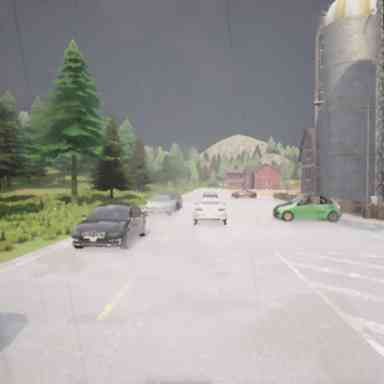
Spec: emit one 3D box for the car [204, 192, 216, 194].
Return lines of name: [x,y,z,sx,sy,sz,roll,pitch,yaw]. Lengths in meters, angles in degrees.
car: [2.281,0.629,42.019,1.895,1.301,4.718,0,1,3]

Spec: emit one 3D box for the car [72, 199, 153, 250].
car: [-2.977,1.194,12.888,1.837,1.490,4.892,0,1,3]

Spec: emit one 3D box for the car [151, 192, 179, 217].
car: [-2.263,0.965,24.442,1.812,1.442,4.674,0,2,4]

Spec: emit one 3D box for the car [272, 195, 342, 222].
car: [7.106,1.018,20.838,3.988,1.617,1.851,0,1,3]

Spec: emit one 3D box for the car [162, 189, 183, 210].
car: [-2.029,0.655,30.014,2.097,1.767,4.553,0,1,3]

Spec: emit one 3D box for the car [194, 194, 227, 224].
car: [1.104,1.060,20.049,1.812,1.442,4.674,0,1,3]

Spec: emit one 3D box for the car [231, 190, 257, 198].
car: [8.391,0.323,53.818,4.181,1.381,1.994,0,1,3]
